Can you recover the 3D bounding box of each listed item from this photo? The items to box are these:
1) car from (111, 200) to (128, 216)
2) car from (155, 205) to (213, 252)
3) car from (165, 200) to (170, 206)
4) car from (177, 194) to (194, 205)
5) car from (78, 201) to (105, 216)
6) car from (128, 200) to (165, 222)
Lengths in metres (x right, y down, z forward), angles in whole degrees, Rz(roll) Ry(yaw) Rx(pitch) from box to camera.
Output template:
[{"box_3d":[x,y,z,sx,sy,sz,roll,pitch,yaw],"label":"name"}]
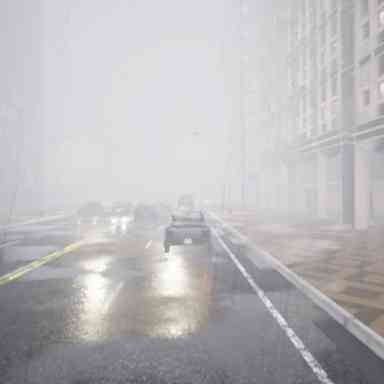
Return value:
[{"box_3d":[-7.317,1.666,35.308,2.128,1.511,4.902,-1,0,-1],"label":"car"},{"box_3d":[-0.181,1.528,14.048,2.128,1.511,4.902,-1,0,-1],"label":"car"},{"box_3d":[-4.142,1.752,47.419,1.895,1.301,4.718,-1,0,-1],"label":"car"},{"box_3d":[-0.871,1.326,46.239,2.150,2.045,5.566,-1,0,-1],"label":"car"},{"box_3d":[-10.565,1.723,35.220,1.837,1.490,4.892,-1,-1,-1],"label":"car"},{"box_3d":[-3.723,1.603,28.089,2.128,1.511,4.902,-1,0,-1],"label":"car"}]
